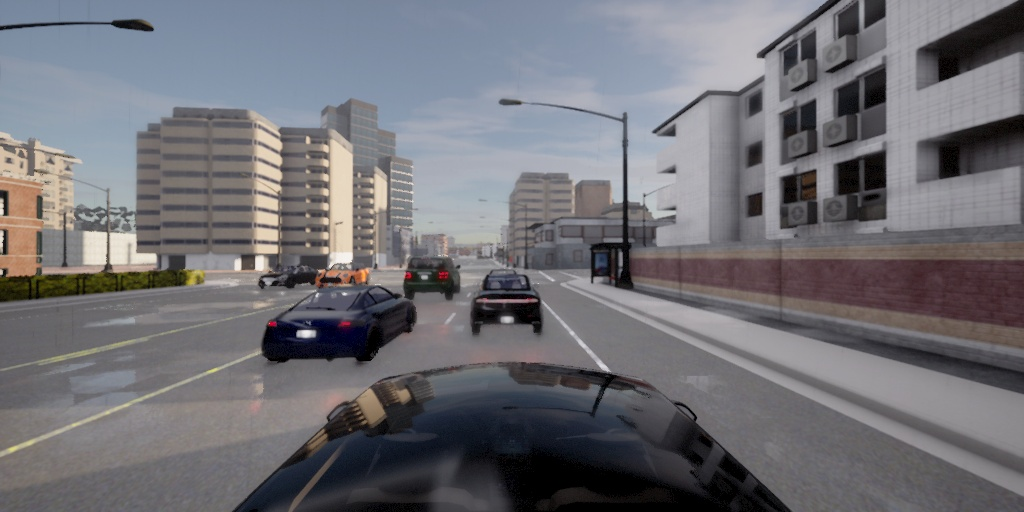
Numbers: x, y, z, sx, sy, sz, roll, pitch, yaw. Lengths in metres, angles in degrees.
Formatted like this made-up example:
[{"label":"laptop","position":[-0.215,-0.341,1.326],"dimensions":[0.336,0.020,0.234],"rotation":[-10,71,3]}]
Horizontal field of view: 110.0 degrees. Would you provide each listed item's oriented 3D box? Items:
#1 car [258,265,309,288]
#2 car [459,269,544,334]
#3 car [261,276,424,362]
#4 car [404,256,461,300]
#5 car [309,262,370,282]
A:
[{"label":"car","position":[-14.758,1.362,23.965],"dimensions":[2.128,1.511,4.902],"rotation":[0,0,-3]},{"label":"car","position":[-0.169,1.274,10.706],"dimensions":[2.128,1.511,4.902],"rotation":[0,0,-1]},{"label":"car","position":[-3.613,1.338,8.278],"dimensions":[1.994,1.385,4.181],"rotation":[0,0,0]},{"label":"car","position":[-3.902,1.032,18.231],"dimensions":[2.150,2.045,5.566],"rotation":[0,0,-2]},{"label":"car","position":[-11.265,1.215,24.182],"dimensions":[2.097,1.767,4.553],"rotation":[0,0,-3]}]
